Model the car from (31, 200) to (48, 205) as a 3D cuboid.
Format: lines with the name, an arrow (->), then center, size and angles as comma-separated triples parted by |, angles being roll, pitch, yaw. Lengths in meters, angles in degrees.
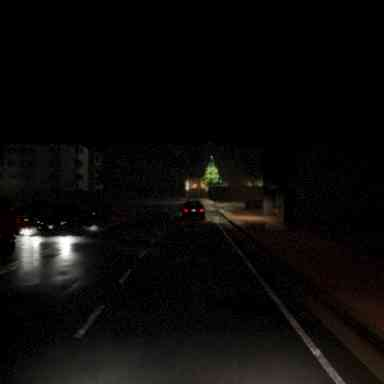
car -> -10.538, 1.340, 22.115 | 1.837, 1.490, 4.892 | 1, 0, 0

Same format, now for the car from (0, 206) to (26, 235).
car -> -10.493, 1.469, 16.827 | 1.895, 1.301, 4.718 | 1, 0, -1

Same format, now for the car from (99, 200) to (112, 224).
car -> -7.030, 1.356, 23.626 | 2.128, 1.511, 4.902 | 1, 0, 0

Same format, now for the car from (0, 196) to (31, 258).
car -> -7.082, 1.125, 9.433 | 2.150, 2.045, 5.566 | 1, 0, 0

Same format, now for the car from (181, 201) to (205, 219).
car -> 0.094, 1.469, 28.003 | 2.033, 1.411, 5.357 | 1, 0, -1

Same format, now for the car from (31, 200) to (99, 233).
car -> -6.965, 1.406, 18.773 | 1.837, 1.490, 4.892 | 0, 2, 0
